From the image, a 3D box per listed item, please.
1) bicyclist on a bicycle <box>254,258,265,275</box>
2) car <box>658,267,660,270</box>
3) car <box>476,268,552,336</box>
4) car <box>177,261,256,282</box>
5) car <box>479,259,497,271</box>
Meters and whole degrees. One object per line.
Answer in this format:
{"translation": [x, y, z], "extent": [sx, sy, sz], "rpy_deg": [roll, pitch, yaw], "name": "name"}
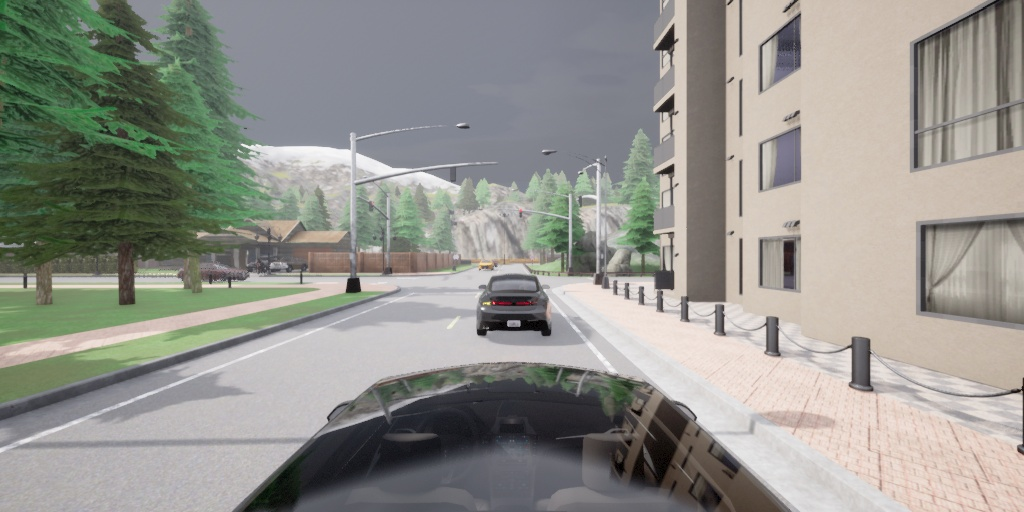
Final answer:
{"translation": [-24.546, 1.015, 34.882], "extent": [0.582, 1.620, 1.656], "rpy_deg": [0, 0, -1], "name": "bicyclist on a bicycle"}
{"translation": [16.023, 0.982, 32.081], "extent": [5.566, 2.045, 2.150], "rpy_deg": [0, 0, -1], "name": "car"}
{"translation": [0.062, 1.255, 10.382], "extent": [1.837, 1.490, 4.892], "rpy_deg": [0, 0, 0], "name": "car"}
{"translation": [-22.785, 1.260, 27.411], "extent": [4.674, 1.442, 1.812], "rpy_deg": [0, 0, -1], "name": "car"}
{"translation": [-3.563, 1.226, 50.248], "extent": [1.882, 1.535, 5.008], "rpy_deg": [0, 0, 0], "name": "car"}
